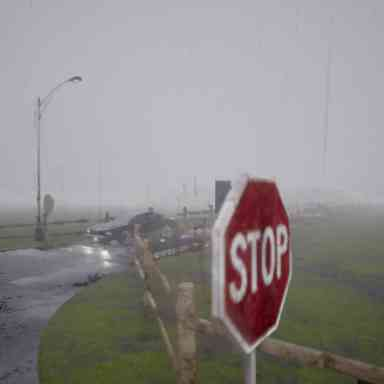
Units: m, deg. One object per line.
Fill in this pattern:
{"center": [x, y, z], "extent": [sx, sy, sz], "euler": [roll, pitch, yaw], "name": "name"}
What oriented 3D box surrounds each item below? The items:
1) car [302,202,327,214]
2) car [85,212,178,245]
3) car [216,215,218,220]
{"center": [16.112, 2.079, 43.571], "extent": [2.033, 1.411, 5.357], "euler": [-1, -1, 37], "name": "car"}
{"center": [-2.911, 1.789, 17.467], "extent": [2.033, 1.411, 5.357], "euler": [-1, -1, 35], "name": "car"}
{"center": [3.850, 1.940, 26.809], "extent": [1.895, 1.301, 4.718], "euler": [-1, -1, 36], "name": "car"}
